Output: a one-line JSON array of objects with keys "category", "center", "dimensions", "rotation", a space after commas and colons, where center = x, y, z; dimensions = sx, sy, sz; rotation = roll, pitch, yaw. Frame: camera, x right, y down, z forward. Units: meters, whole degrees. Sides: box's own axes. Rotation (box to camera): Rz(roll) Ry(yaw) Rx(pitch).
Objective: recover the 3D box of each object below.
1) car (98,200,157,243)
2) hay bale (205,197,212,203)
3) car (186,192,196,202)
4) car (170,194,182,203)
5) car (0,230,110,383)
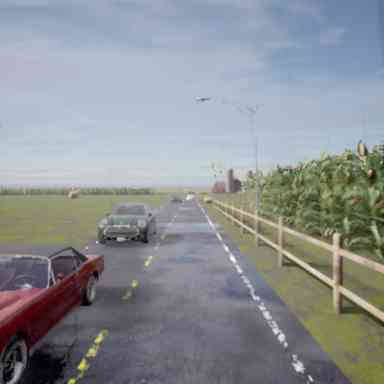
[{"category": "car", "center": [-2.879, 1.303, 15.595], "dimensions": [2.097, 1.767, 4.553], "rotation": [0, 0, -1]}, {"category": "hay bale", "center": [2.955, 1.462, 60.468], "dimensions": [1.220, 1.180, 1.240], "rotation": [0, 1, 0]}, {"category": "car", "center": [-0.200, 1.223, 68.642], "dimensions": [1.812, 1.442, 4.674], "rotation": [0, 0, 0]}, {"category": "car", "center": [-2.967, 1.161, 61.422], "dimensions": [2.097, 1.767, 4.553], "rotation": [0, 0, 0]}, {"category": "car", "center": [-2.862, 1.586, 5.198], "dimensions": [1.895, 1.301, 4.718], "rotation": [0, 0, 0]}]
